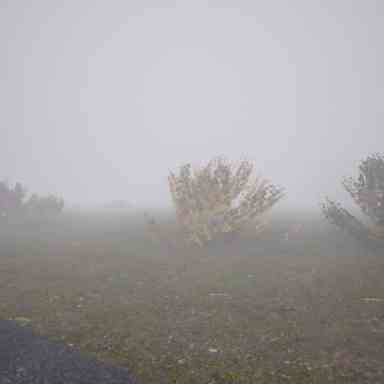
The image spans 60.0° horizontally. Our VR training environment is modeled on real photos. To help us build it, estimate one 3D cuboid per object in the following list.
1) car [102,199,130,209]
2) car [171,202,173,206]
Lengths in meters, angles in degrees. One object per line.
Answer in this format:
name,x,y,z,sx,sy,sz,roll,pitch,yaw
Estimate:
car,-12.132,1.962,53.176,1.837,1.490,4.892,-1,-1,36
car,-2.219,2.155,66.816,1.895,1.301,4.718,-1,-1,36
